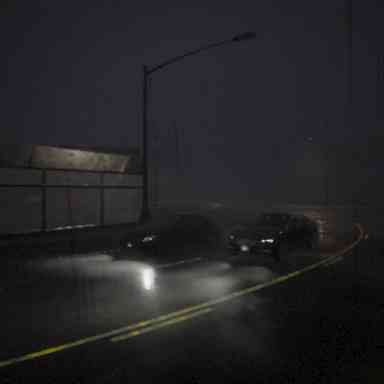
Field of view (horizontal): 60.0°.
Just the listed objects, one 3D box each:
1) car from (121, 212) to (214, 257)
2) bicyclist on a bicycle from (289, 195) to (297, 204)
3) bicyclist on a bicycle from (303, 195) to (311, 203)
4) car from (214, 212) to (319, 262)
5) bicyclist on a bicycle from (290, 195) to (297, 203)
[{"bbox_3d":[-0.641,1.568,13.322,1.812,1.442,4.674,0,0,41],"label":"car"},{"bbox_3d":[20.265,1.545,66.710,1.656,1.620,0.582,-8,3,-7],"label":"bicyclist on a bicycle"},{"bbox_3d":[24.786,1.476,71.704,1.656,1.620,0.582,0,0,29],"label":"bicyclist on a bicycle"},{"bbox_3d":[3.200,1.526,12.448,2.128,1.511,4.902,0,0,39],"label":"car"},{"bbox_3d":[20.571,1.471,67.626,1.656,1.620,0.582,0,0,-42],"label":"bicyclist on a bicycle"}]
